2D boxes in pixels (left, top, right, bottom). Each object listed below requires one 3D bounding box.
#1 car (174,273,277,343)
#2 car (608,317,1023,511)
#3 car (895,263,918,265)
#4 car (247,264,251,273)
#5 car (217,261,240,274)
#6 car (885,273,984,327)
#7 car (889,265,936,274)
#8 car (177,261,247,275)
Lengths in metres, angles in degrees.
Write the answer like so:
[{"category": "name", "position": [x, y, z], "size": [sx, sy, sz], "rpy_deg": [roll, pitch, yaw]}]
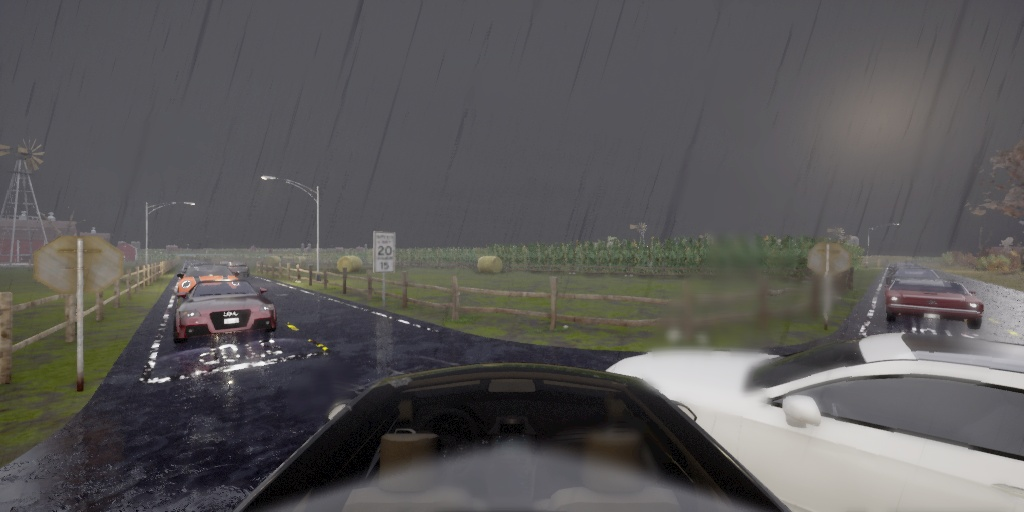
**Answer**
[{"category": "car", "position": [-8.010, 1.357, 9.966], "size": [1.994, 1.385, 4.181], "rpy_deg": [0, 0, -43]}, {"category": "car", "position": [2.825, 1.294, 2.458], "size": [1.812, 1.442, 4.674], "rpy_deg": [0, 1, -44]}, {"category": "car", "position": [27.174, 1.411, 24.519], "size": [4.181, 1.385, 1.994], "rpy_deg": [0, 1, -43]}, {"category": "car", "position": [-27.241, 1.292, 35.537], "size": [2.128, 1.511, 4.902], "rpy_deg": [0, 0, -42]}, {"category": "car", "position": [-34.017, 1.315, 42.945], "size": [1.837, 1.490, 4.892], "rpy_deg": [0, 0, -42]}, {"category": "car", "position": [13.436, 1.402, 11.599], "size": [4.718, 1.301, 1.895], "rpy_deg": [0, 1, -43]}, {"category": "car", "position": [20.465, 1.370, 18.214], "size": [5.357, 1.411, 2.033], "rpy_deg": [0, 1, -43]}, {"category": "car", "position": [-13.834, 1.144, 16.406], "size": [2.097, 1.767, 4.553], "rpy_deg": [0, 0, -42]}]
